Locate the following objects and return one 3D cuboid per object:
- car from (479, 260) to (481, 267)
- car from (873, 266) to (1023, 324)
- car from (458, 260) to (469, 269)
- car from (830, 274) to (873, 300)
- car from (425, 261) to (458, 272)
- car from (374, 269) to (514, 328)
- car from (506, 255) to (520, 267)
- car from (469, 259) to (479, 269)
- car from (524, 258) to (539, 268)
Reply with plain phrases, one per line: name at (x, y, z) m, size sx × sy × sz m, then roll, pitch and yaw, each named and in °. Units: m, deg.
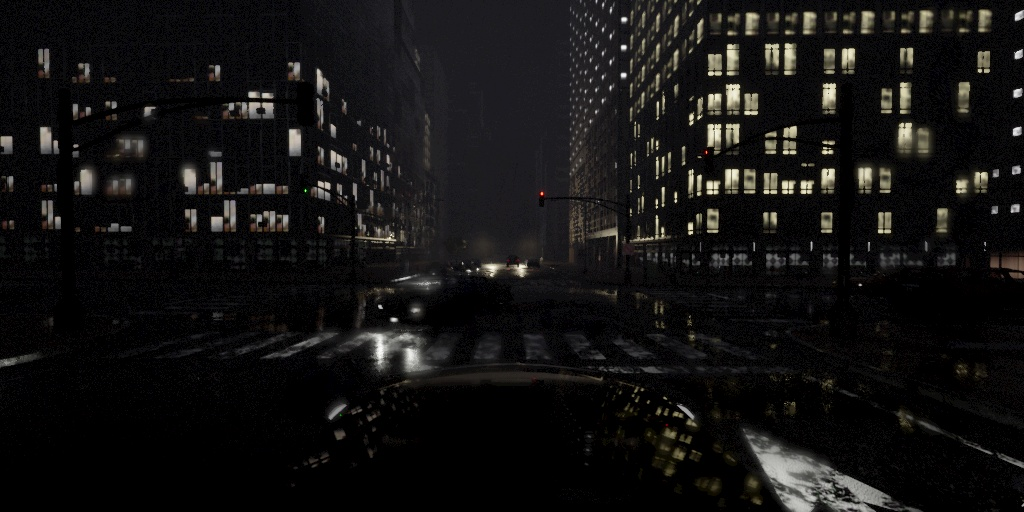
car at (-6.398, 1.182, 61.726) m, size 1.882 × 1.535 × 5.008 m, roll 0°, pitch 0°, yaw 1°
car at (16.219, 1.281, 12.419) m, size 5.009 × 1.841 × 2.192 m, roll 0°, pitch 0°, yaw 1°
car at (-6.496, 1.327, 41.615) m, size 1.895 × 1.301 × 4.718 m, roll 0°, pitch 0°, yaw 0°
car at (19.120, 1.501, 18.138) m, size 4.718 × 1.301 × 1.895 m, roll 1°, pitch 1°, yaw 1°
car at (-6.522, 1.225, 32.333) m, size 2.128 × 1.511 × 4.902 m, roll 0°, pitch 0°, yaw 0°
car at (-1.922, 1.357, 12.149) m, size 2.033 × 1.411 × 5.357 m, roll 0°, pitch 0°, yaw 30°
car at (0.165, 0.925, 62.860) m, size 2.150 × 2.045 × 5.566 m, roll 0°, pitch 0°, yaw 0°
car at (-6.461, 1.264, 51.385) m, size 2.033 × 1.411 × 5.357 m, roll 0°, pitch 0°, yaw 0°
car at (3.505, 1.198, 59.555) m, size 2.128 × 1.511 × 4.902 m, roll 0°, pitch 0°, yaw 0°
